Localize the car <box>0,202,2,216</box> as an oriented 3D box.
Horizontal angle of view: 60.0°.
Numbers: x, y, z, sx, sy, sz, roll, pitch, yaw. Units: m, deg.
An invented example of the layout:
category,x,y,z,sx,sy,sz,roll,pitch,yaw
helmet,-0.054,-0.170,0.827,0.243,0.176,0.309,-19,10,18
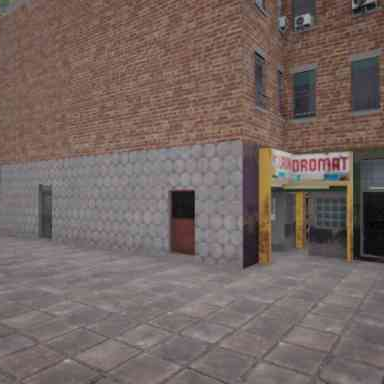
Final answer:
category,x,y,z,sx,sy,sz,roll,pitch,yaw
car,-18.827,1.461,29.835,1.882,1.535,5.008,0,0,36
